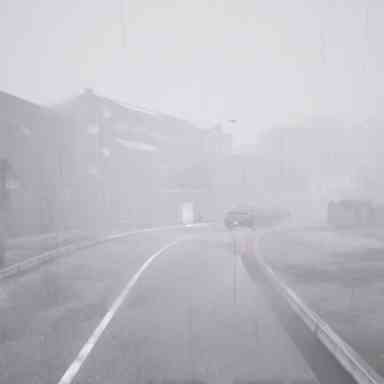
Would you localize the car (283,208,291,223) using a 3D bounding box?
[{"bbox_3d":[6.190,1.869,27.790,4.902,1.511,2.128,1,-3,-35],"label":"car"}]

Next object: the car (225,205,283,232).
[{"bbox_3d":[3.750,1.619,20.851,2.128,1.511,4.902,-2,-3,32],"label":"car"}]

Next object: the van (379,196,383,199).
[{"bbox_3d":[23.766,1.405,38.434,1.878,1.987,4.442,-3,-2,-12],"label":"van"}]
